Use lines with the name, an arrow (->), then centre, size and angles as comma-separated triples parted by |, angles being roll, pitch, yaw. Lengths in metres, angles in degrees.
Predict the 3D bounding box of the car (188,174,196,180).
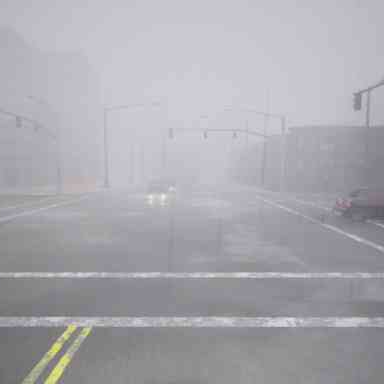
car -> 0.007, -3.722, 80.758 | 2.033, 1.411, 5.357 | 0, 4, 0

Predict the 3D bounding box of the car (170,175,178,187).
car -> -3.591, -1.486, 48.948 | 1.994, 1.385, 4.181 | 0, 4, 0

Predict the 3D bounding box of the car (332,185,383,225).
car -> 9.266, 0.547, 15.875 | 4.553, 1.767, 2.097 | 0, 4, 5

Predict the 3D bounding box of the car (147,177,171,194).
car -> -3.581, -0.548, 35.153 | 1.994, 1.385, 4.181 | 0, 4, 0

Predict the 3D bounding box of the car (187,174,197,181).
car -> 0.006, -2.993, 70.931 | 1.994, 1.385, 4.181 | 0, 4, 0
